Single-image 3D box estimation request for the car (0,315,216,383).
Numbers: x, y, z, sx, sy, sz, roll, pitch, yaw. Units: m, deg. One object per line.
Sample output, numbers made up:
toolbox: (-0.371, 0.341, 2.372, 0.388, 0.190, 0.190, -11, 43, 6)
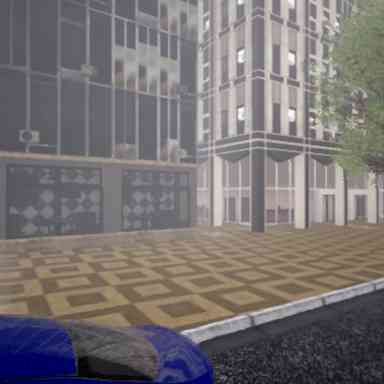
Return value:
car: (-1.874, 1.534, 1.570, 4.674, 1.442, 1.812, 1, -1, -34)
